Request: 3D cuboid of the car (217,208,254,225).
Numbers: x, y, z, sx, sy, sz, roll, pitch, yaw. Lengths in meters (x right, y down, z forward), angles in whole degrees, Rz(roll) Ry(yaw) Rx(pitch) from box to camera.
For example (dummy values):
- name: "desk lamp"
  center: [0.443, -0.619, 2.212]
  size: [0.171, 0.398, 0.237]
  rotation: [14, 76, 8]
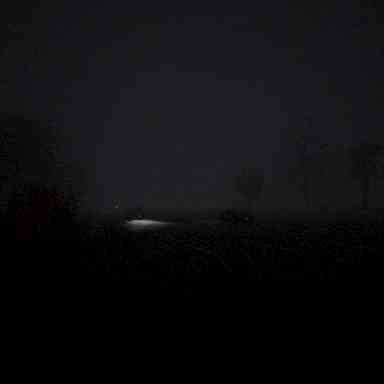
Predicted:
- name: "car"
  center: [4.050, 2.268, 31.927]
  size: [1.882, 1.535, 5.008]
  rotation: [-1, -1, -20]

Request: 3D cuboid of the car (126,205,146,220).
- name: "car"
  center: [-7.221, 2.761, 42.673]
  size: [2.128, 1.511, 4.902]
  rotation: [-1, -1, -20]

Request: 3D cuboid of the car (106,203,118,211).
- name: "car"
  center: [-19.842, 3.678, 83.817]
  size: [2.150, 2.045, 5.566]
  rotation: [-1, -1, -12]
